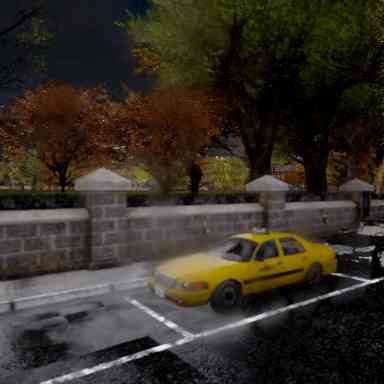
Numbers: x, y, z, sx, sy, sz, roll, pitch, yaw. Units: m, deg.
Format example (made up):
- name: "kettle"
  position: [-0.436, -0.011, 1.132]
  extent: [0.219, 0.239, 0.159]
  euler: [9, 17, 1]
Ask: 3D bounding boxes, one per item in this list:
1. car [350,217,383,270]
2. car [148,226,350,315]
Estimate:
- name: "car"
  position: [6.092, 1.541, 10.907]
  extent: [4.403, 1.369, 2.008]
  euler: [0, 0, -36]
- name: "car"
  position: [1.369, 1.520, 7.538]
  extent: [4.829, 1.417, 1.752]
  euler: [0, 0, -35]
